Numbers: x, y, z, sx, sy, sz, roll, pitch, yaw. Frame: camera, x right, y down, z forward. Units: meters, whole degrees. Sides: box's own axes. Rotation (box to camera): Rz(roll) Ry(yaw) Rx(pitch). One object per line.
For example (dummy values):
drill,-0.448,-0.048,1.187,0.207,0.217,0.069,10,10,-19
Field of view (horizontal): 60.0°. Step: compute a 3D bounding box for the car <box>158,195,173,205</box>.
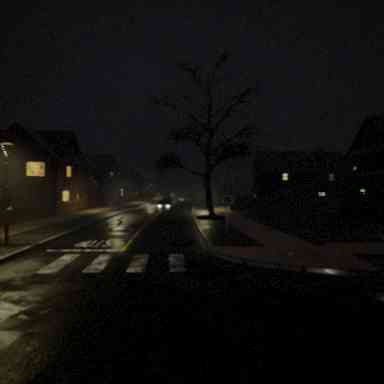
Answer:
car,-4.113,1.251,52.500,2.033,1.411,5.357,1,0,2
